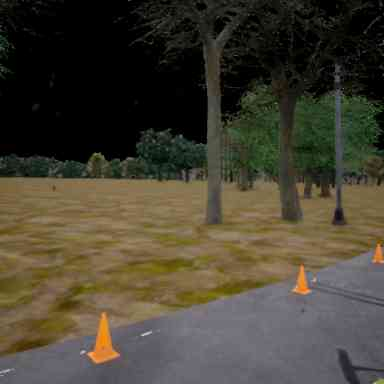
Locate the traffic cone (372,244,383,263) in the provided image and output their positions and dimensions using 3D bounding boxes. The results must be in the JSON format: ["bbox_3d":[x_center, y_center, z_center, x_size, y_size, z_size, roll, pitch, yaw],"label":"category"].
[{"bbox_3d":[6.144,1.991,10.932,0.340,0.580,0.340,0,0,-44],"label":"traffic cone"}]

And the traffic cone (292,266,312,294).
[{"bbox_3d":[2.547,1.999,7.685,0.340,0.580,0.340,0,0,-40],"label":"traffic cone"}]

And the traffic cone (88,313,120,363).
[{"bbox_3d":[-1.229,1.989,4.646,0.340,0.580,0.340,0,0,-37],"label":"traffic cone"}]
